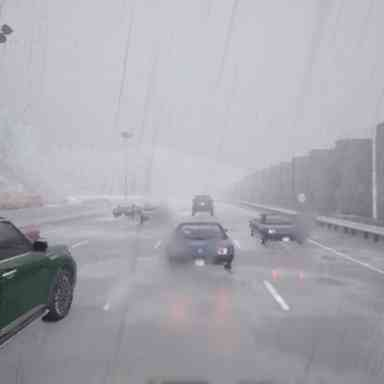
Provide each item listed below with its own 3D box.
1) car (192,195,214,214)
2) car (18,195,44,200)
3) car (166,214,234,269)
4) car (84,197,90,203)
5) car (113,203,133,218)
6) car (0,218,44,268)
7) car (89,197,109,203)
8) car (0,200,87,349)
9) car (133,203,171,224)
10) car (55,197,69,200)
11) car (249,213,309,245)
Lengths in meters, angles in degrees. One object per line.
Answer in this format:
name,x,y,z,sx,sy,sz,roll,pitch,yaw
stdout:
car,1.144,1.341,35.060,2.150,2.045,5.566,0,0,2
car,-23.121,1.457,47.341,2.150,2.045,5.566,0,0,2
car,0.278,1.639,11.264,1.895,1.301,4.718,0,0,1
car,-19.362,1.758,63.622,1.882,1.535,5.008,0,0,1
car,-6.000,1.729,31.589,1.895,1.301,4.718,0,0,2
car,-6.734,1.659,10.565,1.895,1.301,4.718,0,0,1
car,-15.862,1.748,58.193,1.837,1.490,4.892,0,2,1
car,-3.362,1.248,4.164,2.150,2.045,5.566,0,0,1
car,-2.740,1.589,25.501,2.128,1.511,4.902,0,0,2
car,-26.382,1.839,67.242,2.128,1.511,4.902,0,0,-1
car,3.904,1.643,15.772,1.895,1.301,4.718,0,0,2
